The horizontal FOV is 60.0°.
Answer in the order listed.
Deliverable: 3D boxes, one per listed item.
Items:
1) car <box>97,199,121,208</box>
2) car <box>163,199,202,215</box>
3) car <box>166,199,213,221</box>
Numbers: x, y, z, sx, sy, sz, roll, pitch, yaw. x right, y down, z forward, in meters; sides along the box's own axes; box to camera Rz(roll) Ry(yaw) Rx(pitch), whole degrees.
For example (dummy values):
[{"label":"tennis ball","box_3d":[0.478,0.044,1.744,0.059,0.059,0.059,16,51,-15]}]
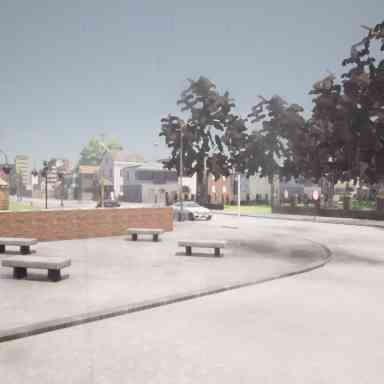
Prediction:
[{"label":"car","box_3d":[-10.430,1.564,41.688,1.994,1.385,4.181,0,0,-35]},{"label":"car","box_3d":[-1.092,1.504,35.627,1.837,1.490,4.892,0,0,-36]},{"label":"car","box_3d":[-0.266,1.525,27.279,1.812,1.442,4.674,0,0,-36]}]
